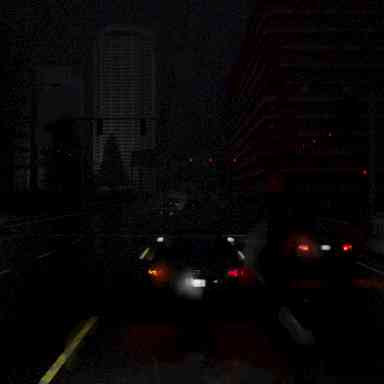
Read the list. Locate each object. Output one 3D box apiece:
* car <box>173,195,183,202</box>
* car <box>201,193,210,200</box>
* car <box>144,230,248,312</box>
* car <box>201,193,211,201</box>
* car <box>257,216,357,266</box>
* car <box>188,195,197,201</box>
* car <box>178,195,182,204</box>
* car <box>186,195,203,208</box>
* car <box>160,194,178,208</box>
[{"bbox_3d":[-3.375,1.516,79.686,2.128,1.511,4.902,0,0,0],"label":"car"},{"bbox_3d":[3.642,1.198,90.481,2.150,2.045,5.566,0,0,0],"label":"car"},{"bbox_3d":[0.081,1.563,7.820,1.994,1.385,4.181,0,0,0],"label":"car"},{"bbox_3d":[3.627,1.485,80.597,1.837,1.490,4.892,0,0,0],"label":"car"},{"bbox_3d":[3.607,1.546,11.437,2.033,1.411,5.357,0,0,0],"label":"car"},{"bbox_3d":[0.128,1.526,81.459,2.033,1.411,5.357,0,0,0],"label":"car"},{"bbox_3d":[-3.439,1.594,64.769,1.895,1.301,4.718,0,0,1],"label":"car"},{"bbox_3d":[0.174,1.500,47.202,1.837,1.490,4.892,0,0,0],"label":"car"},{"bbox_3d":[-3.515,1.500,48.541,1.837,1.490,4.892,0,0,0],"label":"car"}]
